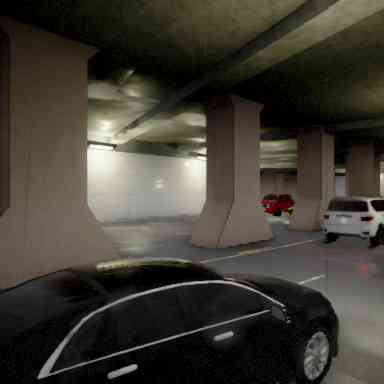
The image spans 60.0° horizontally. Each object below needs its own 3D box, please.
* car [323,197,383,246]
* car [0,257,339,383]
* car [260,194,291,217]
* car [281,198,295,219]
[{"bbox_3d":[8.155,1.225,15.697,2.150,2.045,5.566,0,0,44],"label":"car"},{"bbox_3d":[-0.284,1.507,3.644,4.892,1.490,1.837,-1,0,-38],"label":"car"},{"bbox_3d":[7.893,1.226,31.634,2.150,2.045,5.566,0,0,36],"label":"car"},{"bbox_3d":[9.722,1.477,28.342,1.882,1.535,5.008,0,0,38],"label":"car"}]
